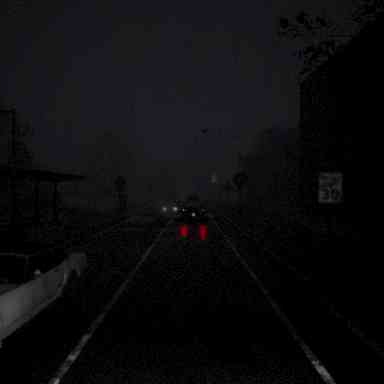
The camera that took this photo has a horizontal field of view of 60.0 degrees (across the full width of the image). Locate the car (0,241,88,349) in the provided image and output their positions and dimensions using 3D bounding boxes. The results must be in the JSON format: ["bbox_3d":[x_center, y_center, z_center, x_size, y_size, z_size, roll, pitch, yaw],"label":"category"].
[{"bbox_3d":[-3.348,1.589,5.494,1.895,1.301,4.718,0,0,0],"label":"car"}]

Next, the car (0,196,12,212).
[{"bbox_3d":[-22.126,1.432,35.360,4.792,1.488,2.163,0,0,0],"label":"car"}]

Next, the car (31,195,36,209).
[{"bbox_3d":[-22.131,1.423,40.911,4.792,1.488,2.163,0,0,0],"label":"car"}]

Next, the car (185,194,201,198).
[{"bbox_3d":[0.121,1.015,42.525,2.128,1.511,4.902,0,6,0],"label":"car"}]

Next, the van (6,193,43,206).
[{"bbox_3d":[-21.987,1.162,43.685,4.442,1.987,1.878,0,0,0],"label":"van"}]

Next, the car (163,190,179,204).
[{"bbox_3d":[-3.226,0.738,52.057,2.150,2.045,5.566,0,1,0],"label":"car"}]

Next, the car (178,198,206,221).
[{"bbox_3d":[0.110,1.421,26.191,1.812,1.442,4.674,0,0,0],"label":"car"}]

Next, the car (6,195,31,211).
[{"bbox_3d":[-21.913,1.395,38.134,5.366,1.575,1.946,0,0,0],"label":"car"}]
